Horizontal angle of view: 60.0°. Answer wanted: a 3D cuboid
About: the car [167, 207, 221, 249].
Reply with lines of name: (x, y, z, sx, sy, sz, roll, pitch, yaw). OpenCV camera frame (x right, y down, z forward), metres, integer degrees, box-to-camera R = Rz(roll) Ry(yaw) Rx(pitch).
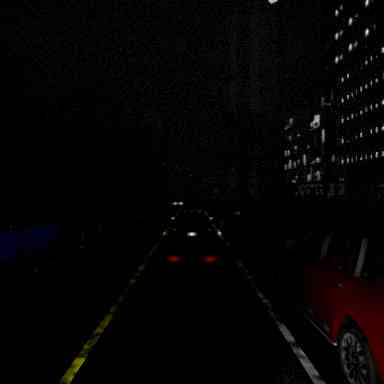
car: (0.000, 1.576, 14.651, 1.994, 1.385, 4.181, 0, 0, 0)

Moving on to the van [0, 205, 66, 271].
van: (-5.693, 1.342, 10.590, 1.690, 1.788, 3.998, 0, 0, 0)

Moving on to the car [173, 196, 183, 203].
car: (-3.002, 1.578, 72.730, 2.033, 1.411, 5.357, 0, 0, 0)

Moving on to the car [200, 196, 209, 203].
car: (2.686, 1.607, 72.715, 1.752, 1.417, 4.829, 0, 0, 0)

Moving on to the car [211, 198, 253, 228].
car: (2.686, 1.322, 21.856, 2.192, 1.841, 5.009, 0, 0, 0)

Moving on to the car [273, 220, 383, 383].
car: (2.688, 1.315, 4.958, 2.192, 1.841, 5.009, 0, 0, 0)

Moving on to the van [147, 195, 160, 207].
van: (-5.694, 1.381, 50.014, 1.690, 1.788, 3.998, 0, 0, 0)

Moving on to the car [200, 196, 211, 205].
car: (2.686, 1.625, 61.279, 1.947, 1.339, 4.313, 0, 0, 0)

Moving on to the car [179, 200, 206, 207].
car: (0.000, 1.631, 29.681, 1.895, 1.301, 4.718, 0, 0, 0)

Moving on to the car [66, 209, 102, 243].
car: (-5.692, 1.548, 16.222, 1.887, 1.381, 4.507, 0, 0, 0)
